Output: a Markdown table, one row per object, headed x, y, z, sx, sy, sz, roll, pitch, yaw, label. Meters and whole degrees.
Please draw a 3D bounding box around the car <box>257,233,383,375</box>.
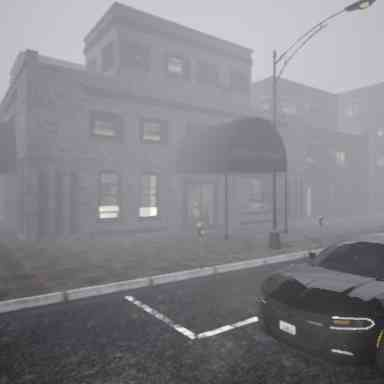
| x | y | z | sx | sy | sz | roll | pitch | yaw | label |
| --- | --- | --- | --- | --- | --- | --- | --- | --- | --- |
| 3.298 | 1.487 | 5.721 | 5.008 | 1.535 | 1.882 | 0 | 0 | -34 | car |
